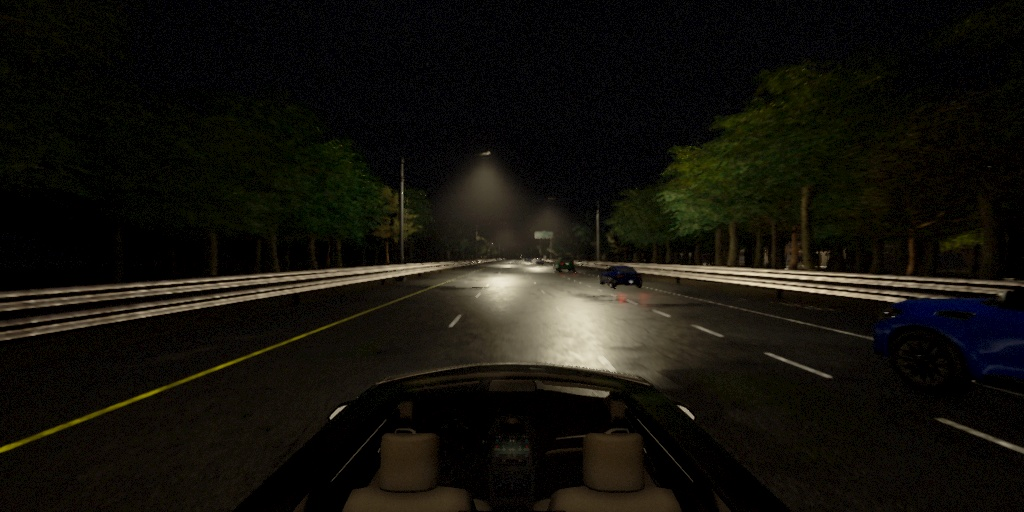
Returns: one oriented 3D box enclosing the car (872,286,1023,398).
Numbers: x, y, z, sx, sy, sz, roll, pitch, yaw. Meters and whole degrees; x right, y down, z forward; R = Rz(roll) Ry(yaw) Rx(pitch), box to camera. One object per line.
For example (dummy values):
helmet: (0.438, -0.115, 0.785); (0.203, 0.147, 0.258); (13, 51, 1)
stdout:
car: (6.998, 0.976, 3.459); (2.150, 2.045, 5.566); (0, 0, 0)

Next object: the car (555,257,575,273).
car: (7.090, 1.161, 48.421); (2.150, 2.045, 5.566); (0, 0, 0)

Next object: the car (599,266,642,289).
car: (7.012, 1.343, 23.402); (1.812, 1.442, 4.674); (0, 0, 0)
